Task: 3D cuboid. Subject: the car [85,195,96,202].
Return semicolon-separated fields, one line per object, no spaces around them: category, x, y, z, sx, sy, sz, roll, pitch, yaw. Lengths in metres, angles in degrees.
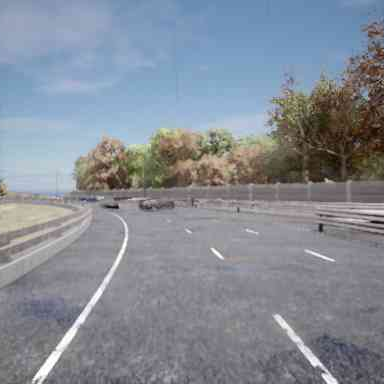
car;-24.014;1.386;76.763;4.553;1.767;2.097;0;0;44

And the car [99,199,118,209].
car;-12.006;1.688;47.809;1.994;1.385;4.181;0;0;-27

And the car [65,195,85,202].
car;-26.566;1.392;74.367;4.553;1.767;2.097;0;0;44

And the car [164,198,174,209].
car;-4.059;1.601;47.512;1.837;1.490;4.892;0;0;-26

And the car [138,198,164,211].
car;-5.516;1.692;42.298;1.895;1.301;4.718;0;0;-23
